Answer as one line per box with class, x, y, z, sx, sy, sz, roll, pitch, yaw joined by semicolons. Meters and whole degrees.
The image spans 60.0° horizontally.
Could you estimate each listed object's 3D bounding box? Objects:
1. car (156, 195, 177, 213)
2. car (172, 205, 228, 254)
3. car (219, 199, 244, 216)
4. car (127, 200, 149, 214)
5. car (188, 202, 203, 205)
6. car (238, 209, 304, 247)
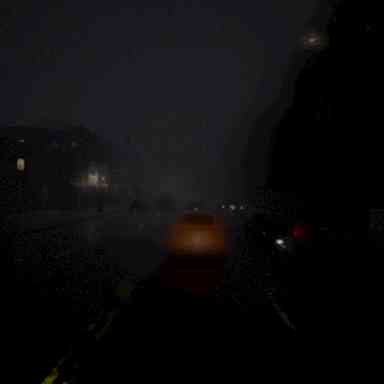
car;-2.911;1.386;38.981;2.150;2.045;5.566;0;-1;1
car;0.232;1.536;13.811;1.882;1.535;5.008;0;0;1
car;3.695;1.489;31.787;2.097;1.767;4.553;0;0;1
car;-6.167;1.682;38.523;1.812;1.442;4.674;0;0;1
car;0.456;1.702;32.673;1.994;1.385;4.181;0;0;1
car;3.506;1.669;15.345;1.895;1.301;4.718;0;0;1
